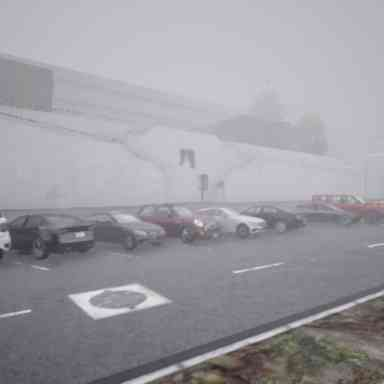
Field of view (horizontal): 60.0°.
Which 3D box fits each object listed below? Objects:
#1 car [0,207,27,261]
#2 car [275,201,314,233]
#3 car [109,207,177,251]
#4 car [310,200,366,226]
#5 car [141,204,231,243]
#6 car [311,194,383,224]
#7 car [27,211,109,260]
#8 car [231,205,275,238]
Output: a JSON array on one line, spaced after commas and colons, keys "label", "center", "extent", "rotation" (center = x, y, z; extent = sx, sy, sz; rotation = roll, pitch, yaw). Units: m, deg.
[{"label": "car", "center": [-8.132, 1.238, 10.793], "extent": [5.566, 2.045, 2.435], "rotation": [-1, -1, 35]}, {"label": "car", "center": [4.124, 1.477, 19.482], "extent": [5.008, 1.535, 2.097], "rotation": [-1, 0, 35]}, {"label": "car", "center": [-3.211, 1.540, 14.267], "extent": [4.674, 1.452, 2.002], "rotation": [-1, -1, 35]}, {"label": "car", "center": [9.035, 1.482, 22.959], "extent": [4.792, 1.488, 2.163], "rotation": [-1, -1, 35]}, {"label": "car", "center": [-0.794, 1.369, 16.026], "extent": [4.553, 1.767, 2.185], "rotation": [-1, -1, 35]}, {"label": "car", "center": [11.477, 1.191, 24.705], "extent": [5.566, 2.045, 2.435], "rotation": [-1, -1, 34]}, {"label": "car", "center": [-5.688, 1.525, 12.530], "extent": [4.792, 1.488, 2.163], "rotation": [-1, -1, 35]}, {"label": "car", "center": [1.675, 1.527, 17.749], "extent": [4.674, 1.452, 2.002], "rotation": [-1, -1, 35]}]
